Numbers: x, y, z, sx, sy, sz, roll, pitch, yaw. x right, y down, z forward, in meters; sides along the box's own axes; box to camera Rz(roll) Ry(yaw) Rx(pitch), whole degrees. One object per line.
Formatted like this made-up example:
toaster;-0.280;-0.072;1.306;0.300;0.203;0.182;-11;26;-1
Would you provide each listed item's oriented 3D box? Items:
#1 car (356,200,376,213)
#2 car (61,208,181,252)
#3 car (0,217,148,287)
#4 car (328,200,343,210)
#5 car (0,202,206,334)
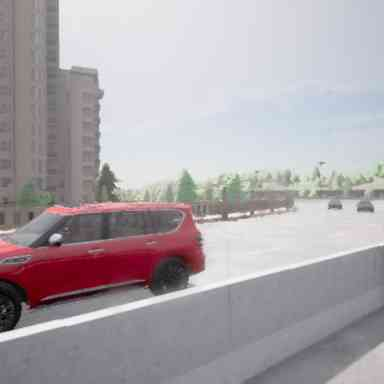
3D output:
car;21.981;1.813;42.139;1.837;1.490;4.892;0;0;25
car;-3.100;1.576;15.151;4.902;1.511;2.128;0;0;-41
car;-4.150;1.601;9.739;5.357;1.411;2.033;0;0;-37
car;21.759;1.884;50.531;1.882;1.535;5.008;0;-1;21
car;-2.249;1.259;6.856;5.566;2.045;2.150;0;0;-37
